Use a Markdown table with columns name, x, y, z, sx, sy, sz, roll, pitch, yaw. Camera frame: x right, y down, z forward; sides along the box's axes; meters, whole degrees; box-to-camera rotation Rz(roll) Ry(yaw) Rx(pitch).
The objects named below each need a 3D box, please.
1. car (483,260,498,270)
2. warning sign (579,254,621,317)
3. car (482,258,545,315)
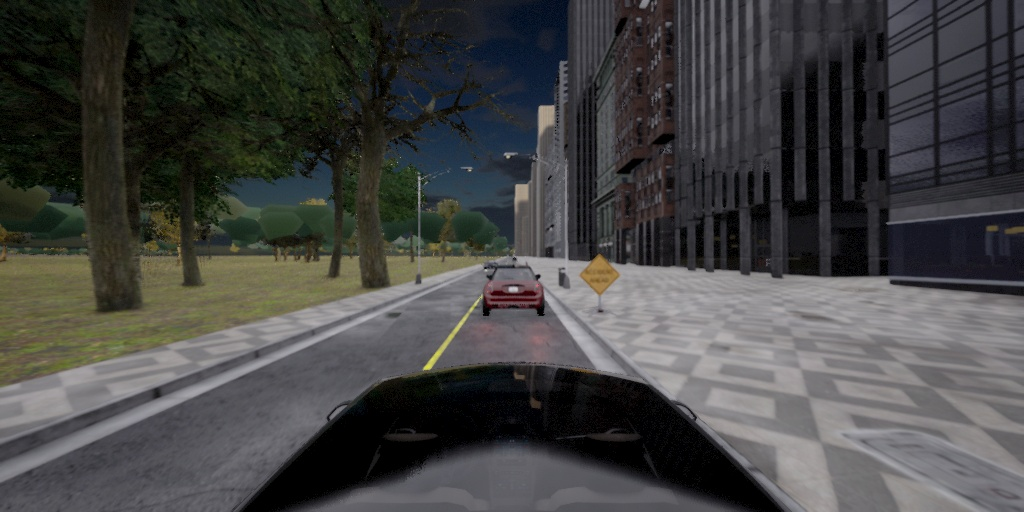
| name | x | y | z | sx | sy | sz | roll | pitch | yaw |
| --- | --- | --- | --- | --- | --- | --- | --- | --- | --- |
| car | -3.096 | 1.321 | 52.736 | 1.994 | 1.385 | 4.181 | 0 | 0 | 0 |
| warning sign | 2.713 | 0.861 | 11.058 | 1.300 | 1.860 | 1.060 | 0 | 0 | 0 |
| car | 0.061 | 1.096 | 13.710 | 2.097 | 1.767 | 4.553 | 0 | 0 | 0 |
